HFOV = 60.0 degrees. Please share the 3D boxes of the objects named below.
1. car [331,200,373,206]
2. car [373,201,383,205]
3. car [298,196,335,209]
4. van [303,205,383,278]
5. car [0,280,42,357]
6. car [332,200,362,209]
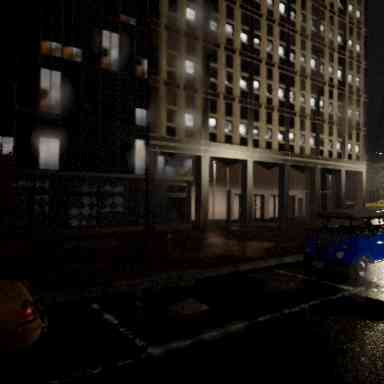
[{"bbox_3d":[22.274,1.897,46.715,2.008,1.369,4.403,1,-1,-35],"label":"car"},{"bbox_3d":[29.071,2.003,51.619,1.752,1.417,4.829,1,-1,-35],"label":"car"},{"bbox_3d":[19.130,1.640,51.271,2.192,1.841,5.009,1,-1,-35],"label":"car"},{"bbox_3d":[5.135,1.446,10.226,3.998,1.788,1.690,1,0,-36],"label":"van"},{"bbox_3d":[-4.269,1.510,3.508,4.829,1.417,1.752,1,0,-36],"label":"car"},{"bbox_3d":[26.018,2.039,56.034,1.802,1.307,4.206,1,-1,-35],"label":"car"}]
